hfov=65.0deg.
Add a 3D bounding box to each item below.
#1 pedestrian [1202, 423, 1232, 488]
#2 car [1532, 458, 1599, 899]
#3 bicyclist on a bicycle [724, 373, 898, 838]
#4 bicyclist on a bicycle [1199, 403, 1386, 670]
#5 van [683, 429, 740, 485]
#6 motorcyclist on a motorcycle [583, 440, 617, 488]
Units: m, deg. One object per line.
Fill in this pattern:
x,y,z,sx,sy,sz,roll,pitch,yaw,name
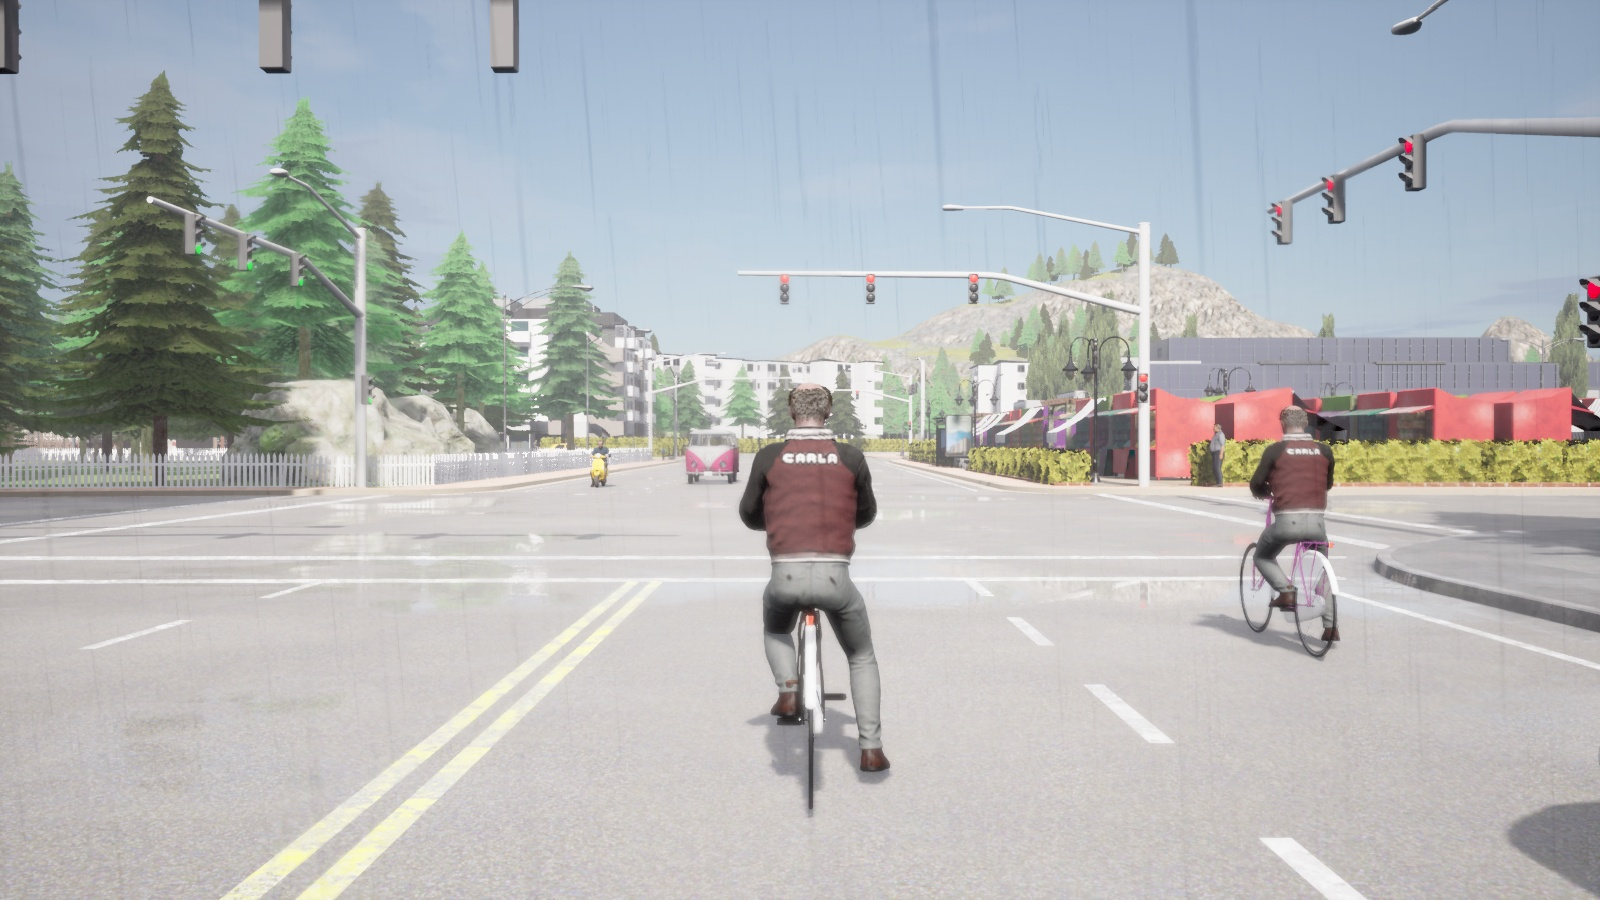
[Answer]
11.835,0.153,35.629,0.694,1.848,0.540,0,0,2,pedestrian
3.526,0.763,2.164,1.812,1.442,4.674,0,0,0,car
0.046,0.585,5.708,0.659,1.776,1.843,0,1,0,bicyclist on a bicycle
3.564,0.568,9.269,0.659,1.776,1.843,0,1,0,bicyclist on a bicycle
-3.237,0.233,46.760,1.775,1.987,4.442,0,0,0,van
-6.760,0.454,42.533,0.866,1.590,1.817,0,0,0,motorcyclist on a motorcycle
